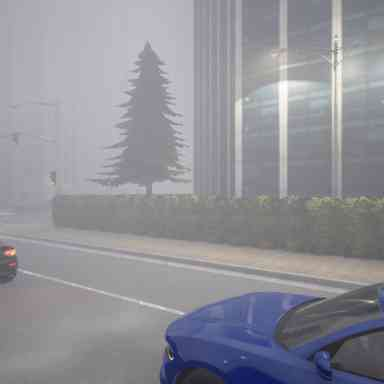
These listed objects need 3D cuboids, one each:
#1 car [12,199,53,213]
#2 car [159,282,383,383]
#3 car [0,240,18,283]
[{"bbox_3d":[-17.175,1.547,37.424,2.033,1.411,5.357,0,0,36],"label":"car"},{"bbox_3d":[1.974,1.478,2.585,5.008,1.535,1.882,0,0,36],"label":"car"},{"bbox_3d":[-6.154,1.526,8.337,4.674,1.442,1.812,0,0,36],"label":"car"}]
